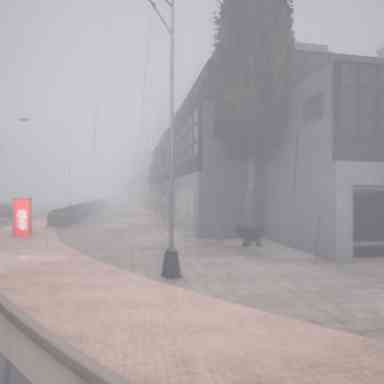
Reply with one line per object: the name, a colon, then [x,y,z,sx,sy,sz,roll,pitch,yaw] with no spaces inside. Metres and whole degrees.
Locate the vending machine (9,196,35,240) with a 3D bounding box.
vending machine: [-8.456,1.279,16.614,1.100,2.100,0.880,1,0,-25]

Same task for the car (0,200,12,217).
car: [-16.300,1.634,29.940,2.128,1.511,4.902,0,0,-11]

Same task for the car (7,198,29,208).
car: [-28.080,1.822,53.896,1.837,1.490,4.892,0,0,-11]
